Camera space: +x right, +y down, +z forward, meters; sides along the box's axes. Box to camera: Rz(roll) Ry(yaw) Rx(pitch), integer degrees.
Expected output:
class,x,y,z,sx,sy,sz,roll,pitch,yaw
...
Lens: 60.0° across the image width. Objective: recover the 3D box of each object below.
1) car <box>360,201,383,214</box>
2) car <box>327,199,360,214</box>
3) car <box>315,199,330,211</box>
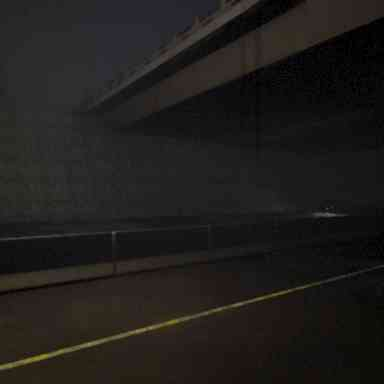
class,x,y,z,sx,sy,sz,roll,pitch,yaw
car,21.140,1.757,36.942,5.008,1.535,1.882,1,0,-36
car,18.476,1.877,39.330,4.718,1.301,1.895,0,0,-36
car,18.094,1.646,43.384,4.553,1.767,2.097,1,0,-36
